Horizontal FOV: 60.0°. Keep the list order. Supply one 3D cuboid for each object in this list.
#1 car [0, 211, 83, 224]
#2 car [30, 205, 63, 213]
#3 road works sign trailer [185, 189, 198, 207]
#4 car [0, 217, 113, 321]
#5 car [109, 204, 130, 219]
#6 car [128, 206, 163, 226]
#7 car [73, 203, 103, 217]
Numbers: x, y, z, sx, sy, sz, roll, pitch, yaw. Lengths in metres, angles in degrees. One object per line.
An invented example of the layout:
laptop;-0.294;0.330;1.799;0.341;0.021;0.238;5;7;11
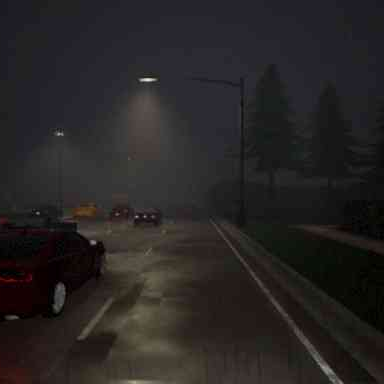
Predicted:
car;-6.900;1.781;15.313;1.895;1.301;4.718;0;-1;0
car;-14.103;1.945;32.488;1.994;1.385;4.181;0;-1;0
road works sign trailer;-0.001;1.270;68.403;2.380;3.560;2.880;0;-1;0
car;-3.404;1.568;7.623;1.882;1.535;5.008;0;-1;0
car;-6.914;1.915;33.093;1.812;1.442;4.674;0;-1;0
car;-3.401;1.861;26.585;2.033;1.411;5.357;0;-1;0
car;-10.400;1.873;33.599;1.882;1.535;5.008;0;-1;0
